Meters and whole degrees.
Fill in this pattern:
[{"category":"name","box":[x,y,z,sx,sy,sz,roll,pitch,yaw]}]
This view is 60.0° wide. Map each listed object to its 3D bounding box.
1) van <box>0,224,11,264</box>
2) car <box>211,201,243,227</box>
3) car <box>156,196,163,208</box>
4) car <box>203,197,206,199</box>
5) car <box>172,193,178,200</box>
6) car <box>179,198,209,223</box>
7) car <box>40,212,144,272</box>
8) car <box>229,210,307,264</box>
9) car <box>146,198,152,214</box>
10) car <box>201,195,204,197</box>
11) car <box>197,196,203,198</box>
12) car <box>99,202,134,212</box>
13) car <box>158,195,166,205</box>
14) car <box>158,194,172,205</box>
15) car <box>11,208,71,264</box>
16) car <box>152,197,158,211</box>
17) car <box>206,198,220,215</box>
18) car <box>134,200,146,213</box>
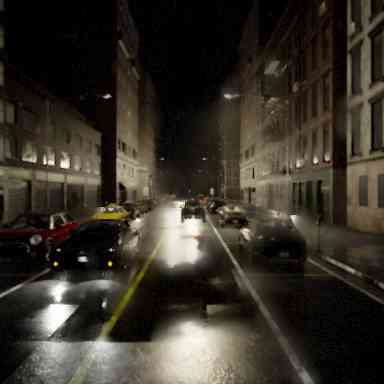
[{"category":"van","box":[-5.390,1.340,6.227,1.690,1.788,3.998,0,0,0]},{"category":"car","box":[2.632,1.546,22.457,2.008,1.369,4.403,0,0,0]},{"category":"car","box":[-5.398,1.539,44.116,2.008,1.369,4.403,0,0,0]},{"category":"car","box":[2.629,1.557,38.695,1.947,1.339,4.313,0,0,0]},{"category":"car","box":[-5.407,1.502,86.817,2.008,1.369,4.403,0,0,0]},{"category":"car","box":[0.094,1.501,25.787,1.837,1.490,4.892,0,0,0]},{"category":"car","box":[-2.845,1.562,10.650,1.994,1.385,4.181,0,0,0]},{"category":"car","box":[2.634,1.549,11.632,2.008,1.369,4.403,0,0,0]},{"category":"car","box":[-5.395,1.518,33.120,1.752,1.417,4.829,0,0,0]},{"category":"car","box":[2.626,1.509,49.691,1.752,1.417,4.829,0,0,0]},{"category":"car","box":[0.089,1.553,43.585,1.994,1.385,4.181,0,0,0]},{"category":"car","box":[-5.393,1.521,22.294,1.752,1.417,4.829,0,0,0]},{"category":"car","box":[-5.399,1.534,49.529,2.008,1.369,4.403,0,0,0]},{"category":"car","box":[-5.401,1.290,60.353,2.192,1.841,5.009,0,0,0]},{"category":"car","box":[-5.391,1.438,11.639,1.967,1.590,4.097,0,0,0]},{"category":"car","box":[-5.397,1.573,38.703,1.802,1.307,4.206,0,0,0]},{"category":"car","box":[2.630,1.559,33.282,1.947,1.339,4.313,0,0,0]},{"category":"car","box":[-5.394,1.560,27.877,1.947,1.339,4.313,0,0,0]}]
